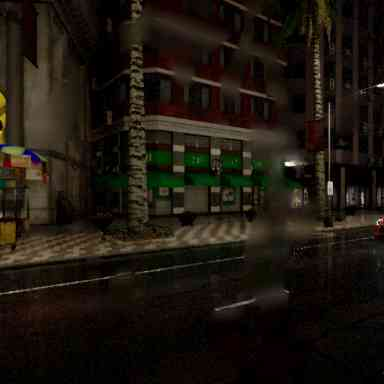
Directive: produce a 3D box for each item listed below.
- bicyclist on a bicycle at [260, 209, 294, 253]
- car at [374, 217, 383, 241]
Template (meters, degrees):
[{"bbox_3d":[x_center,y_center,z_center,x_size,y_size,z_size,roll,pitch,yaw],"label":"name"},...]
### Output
[{"bbox_3d":[3.147,1.459,12.566,0.582,1.620,1.656,0,-2,-35],"label":"bicyclist on a bicycle"},{"bbox_3d":[10.430,1.358,15.324,4.553,1.767,2.097,0,0,-33],"label":"car"}]
